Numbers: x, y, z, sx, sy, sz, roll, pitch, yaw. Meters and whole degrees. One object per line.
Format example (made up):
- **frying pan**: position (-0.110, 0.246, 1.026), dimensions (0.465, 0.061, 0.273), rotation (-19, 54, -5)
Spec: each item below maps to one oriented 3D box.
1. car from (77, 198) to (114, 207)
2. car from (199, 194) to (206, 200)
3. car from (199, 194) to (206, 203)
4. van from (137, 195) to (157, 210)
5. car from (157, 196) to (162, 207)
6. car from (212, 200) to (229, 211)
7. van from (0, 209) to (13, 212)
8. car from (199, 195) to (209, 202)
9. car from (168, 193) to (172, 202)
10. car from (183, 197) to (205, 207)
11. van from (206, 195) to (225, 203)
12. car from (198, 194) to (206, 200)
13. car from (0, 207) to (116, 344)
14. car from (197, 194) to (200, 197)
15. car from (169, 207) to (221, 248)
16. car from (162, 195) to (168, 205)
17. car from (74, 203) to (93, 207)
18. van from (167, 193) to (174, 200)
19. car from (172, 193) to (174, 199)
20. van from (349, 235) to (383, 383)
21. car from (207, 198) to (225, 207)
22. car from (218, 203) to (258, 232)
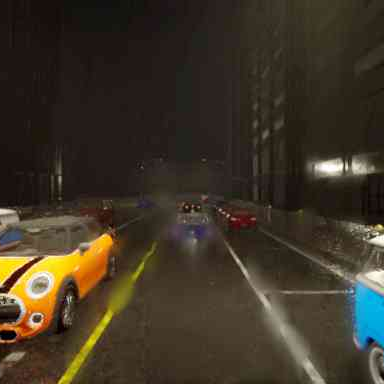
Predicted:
- **car**: position (-5.793, 1.319, 19.367), dimensions (2.192, 1.841, 5.009), rotation (-1, 0, 0)
- **car**: position (2.675, 1.377, 87.236), dimensions (1.752, 1.417, 4.829), rotation (0, 0, 0)
- **car**: position (2.700, 1.448, 58.863), dimensions (1.887, 1.381, 4.507), rotation (-1, 0, 0)
- **van**: position (-5.812, 1.313, 41.930), dimensions (1.690, 1.788, 3.998), rotation (-1, 0, 0)
- **car**: position (-5.815, 1.509, 47.571), dimensions (1.887, 1.381, 4.507), rotation (-1, 0, 0)
- **car**: position (2.730, 1.534, 25.019), dimensions (1.802, 1.307, 4.206), rotation (-1, 0, 0)
- **van**: position (-5.783, 1.360, 8.084), dimensions (1.690, 1.788, 3.998), rotation (-1, 0, 0)
- **car**: position (2.685, 1.441, 75.785), dimensions (1.947, 1.339, 4.313), rotation (0, 0, 0)
- **car**: position (-5.836, 1.369, 70.134), dimensions (1.967, 1.590, 4.097), rotation (0, 0, 0)
- **car**: position (0.055, 1.552, 35.384), dimensions (1.895, 1.301, 4.718), rotation (0, 0, 0)
- **van**: position (2.718, 1.278, 36.300), dimensions (1.690, 1.788, 3.998), rotation (-1, 0, 0)
- **car**: position (2.671, 1.390, 92.707), dimensions (2.008, 1.369, 4.403), rotation (0, 0, 0)
- **car**: position (-3.014, 1.358, 6.749), dimensions (2.097, 1.767, 4.553), rotation (0, 0, 0)
- **car**: position (2.690, 1.436, 70.144), dimensions (2.008, 1.369, 4.403), rotation (0, 0, 0)
- **car**: position (0.057, 1.581, 14.685), dimensions (1.895, 1.301, 4.718), rotation (0, 0, 0)
- **car**: position (-5.825, 1.513, 58.853), dimensions (1.947, 1.339, 4.313), rotation (-1, 0, 0)
- **car**: position (-5.787, 1.451, 13.725), dimensions (1.967, 1.590, 4.097), rotation (-1, 0, 0)
- **van**: position (-5.856, 1.224, 92.698), dimensions (1.690, 1.788, 3.998), rotation (0, 0, 0)
- **car**: position (-5.845, 1.473, 81.417), dimensions (1.947, 1.339, 4.313), rotation (0, 0, 0)
- **van**: position (2.748, 1.324, 2.456), dimensions (1.690, 1.788, 3.998), rotation (-1, 0, 0)
- **car**: position (2.725, 1.510, 30.660), dimensions (1.947, 1.339, 4.313), rotation (-1, 0, 0)
- **car**: position (2.735, 1.542, 19.378), dimensions (1.802, 1.307, 4.206), rotation (-1, 0, 0)
